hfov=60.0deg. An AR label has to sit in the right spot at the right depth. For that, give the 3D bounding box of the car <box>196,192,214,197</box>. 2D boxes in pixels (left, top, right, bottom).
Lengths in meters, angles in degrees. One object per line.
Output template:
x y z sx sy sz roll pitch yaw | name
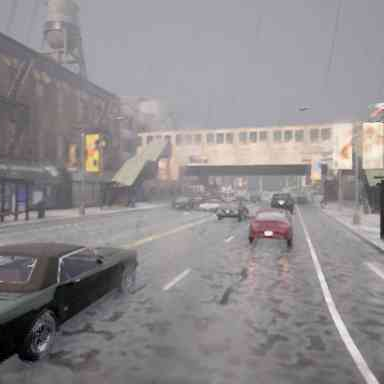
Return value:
1.687 0.968 56.402 2.435 2.045 5.566 1 0 16 | car

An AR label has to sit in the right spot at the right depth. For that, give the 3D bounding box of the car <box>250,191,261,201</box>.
14.497 0.907 75.859 2.150 2.045 5.566 1 0 17 | car

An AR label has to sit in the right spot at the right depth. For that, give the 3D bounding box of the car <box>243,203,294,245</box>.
3.710 1.483 15.489 1.812 1.442 4.674 1 0 16 | car

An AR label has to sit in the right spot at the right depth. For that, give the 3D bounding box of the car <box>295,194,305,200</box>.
27.857 1.310 85.956 2.097 1.535 5.008 1 0 16 | car

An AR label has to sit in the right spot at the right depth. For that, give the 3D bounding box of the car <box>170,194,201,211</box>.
-0.873 1.286 37.550 1.882 1.535 5.008 1 0 17 | car

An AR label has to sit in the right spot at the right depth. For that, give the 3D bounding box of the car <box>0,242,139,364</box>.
-2.564 1.548 5.894 1.895 1.301 4.718 1 0 12 | car

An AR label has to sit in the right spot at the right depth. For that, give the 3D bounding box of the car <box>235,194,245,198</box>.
11.150 1.171 76.895 1.812 1.442 4.674 1 0 17 | car

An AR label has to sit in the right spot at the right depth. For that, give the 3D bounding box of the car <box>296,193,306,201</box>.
26.146 1.200 79.761 2.185 1.767 4.553 1 0 16 | car

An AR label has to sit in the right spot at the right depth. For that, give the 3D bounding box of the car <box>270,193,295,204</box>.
9.099 1.139 33.567 2.150 2.045 5.566 1 0 17 | car

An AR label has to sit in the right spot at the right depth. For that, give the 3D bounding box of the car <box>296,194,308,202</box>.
23.016 1.348 69.451 2.231 1.521 4.892 1 0 26 | car

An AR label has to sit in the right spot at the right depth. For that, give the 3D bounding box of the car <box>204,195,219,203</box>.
3.765 1.318 63.501 1.895 1.301 4.718 1 0 16 | car

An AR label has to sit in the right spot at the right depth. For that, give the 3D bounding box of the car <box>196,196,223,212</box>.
2.283 1.445 35.903 1.895 1.301 4.718 1 0 17 | car

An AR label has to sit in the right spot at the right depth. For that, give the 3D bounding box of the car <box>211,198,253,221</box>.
3.278 1.448 26.337 2.033 1.411 5.357 1 0 17 | car

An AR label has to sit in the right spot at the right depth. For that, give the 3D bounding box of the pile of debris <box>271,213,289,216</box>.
8.202 2.097 30.953 1.500 0.140 1.860 1 0 17 | pile of debris
